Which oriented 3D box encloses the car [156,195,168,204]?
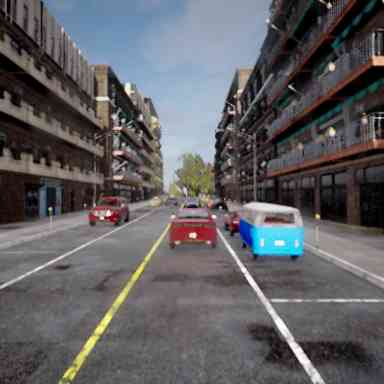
[{"bbox_3d":[-5.683,1.452,63.104,1.967,1.590,4.097,1,0,0],"label":"car"}]

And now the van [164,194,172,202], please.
[{"bbox_3d":[-5.683,1.361,80.089,1.690,1.788,3.998,1,0,0],"label":"van"}]

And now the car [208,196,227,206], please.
[{"bbox_3d":[3.145,1.530,39.012,1.812,1.442,4.674,0,0,0],"label":"car"}]

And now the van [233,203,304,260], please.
[{"bbox_3d":[2.703,1.341,12.110,1.690,1.788,3.998,1,0,0],"label":"van"}]

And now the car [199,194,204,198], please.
[{"bbox_3d":[2.696,1.542,74.560,1.752,1.417,4.829,1,0,0],"label":"car"}]

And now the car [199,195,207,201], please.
[{"bbox_3d":[2.701,1.589,85.713,1.947,1.339,4.313,1,0,0],"label":"car"}]

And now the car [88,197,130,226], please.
[{"bbox_3d":[-5.677,1.317,23.472,2.192,1.841,5.009,1,0,0],"label":"car"}]

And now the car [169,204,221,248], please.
[{"bbox_3d":[0.073,1.478,14.768,1.882,1.535,5.008,0,-1,1],"label":"car"}]

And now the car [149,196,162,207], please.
[{"bbox_3d":[-5.684,1.533,51.611,1.752,1.417,4.829,1,0,0],"label":"car"}]

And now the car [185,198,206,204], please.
[{"bbox_3d":[0.073,1.528,29.895,1.812,1.442,4.674,0,0,0],"label":"car"}]

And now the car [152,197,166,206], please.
[{"bbox_3d":[-5.684,1.554,57.442,1.887,1.381,4.507,1,0,0],"label":"car"}]

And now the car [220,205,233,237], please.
[{"bbox_3d":[2.699,1.583,17.771,1.802,1.307,4.206,1,0,0],"label":"car"}]

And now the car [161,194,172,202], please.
[{"bbox_3d":[-5.683,1.332,74.428,2.192,1.841,5.009,1,0,0],"label":"car"}]

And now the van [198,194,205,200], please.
[{"bbox_3d":[2.682,1.367,91.374,1.690,1.788,3.998,1,0,0],"label":"van"}]

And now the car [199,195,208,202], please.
[{"bbox_3d":[2.697,1.564,80.051,1.887,1.381,4.507,1,0,0],"label":"car"}]

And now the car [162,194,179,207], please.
[{"bbox_3d":[-3.084,1.485,51.260,1.882,1.535,5.008,0,0,0],"label":"car"}]

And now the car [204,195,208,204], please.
[{"bbox_3d":[3.108,1.358,45.983,2.097,1.767,4.553,0,0,0],"label":"car"}]
